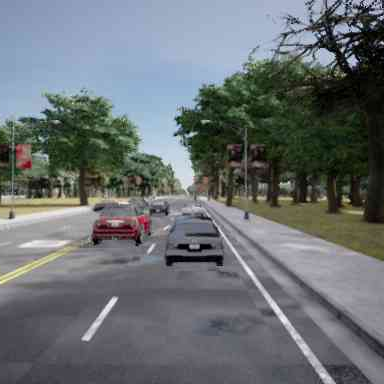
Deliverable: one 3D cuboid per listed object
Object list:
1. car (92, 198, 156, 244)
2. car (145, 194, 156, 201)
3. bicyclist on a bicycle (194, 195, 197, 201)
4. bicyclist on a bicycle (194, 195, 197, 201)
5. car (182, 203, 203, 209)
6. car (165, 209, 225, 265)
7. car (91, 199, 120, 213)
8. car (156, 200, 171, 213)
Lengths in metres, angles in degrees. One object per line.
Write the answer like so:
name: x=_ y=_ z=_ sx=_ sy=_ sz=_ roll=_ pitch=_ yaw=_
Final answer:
car: x=-3.167 y=1.366 z=15.886 sx=2.097 sy=1.767 sz=4.553 roll=0 pitch=0 yaw=0
car: x=-9.780 y=1.246 z=79.058 sx=2.128 sy=1.511 sz=4.902 roll=0 pitch=0 yaw=0
bicyclist on a bicycle: x=0.858 y=1.557 z=85.448 sx=0.866 sy=1.612 sz=1.509 roll=0 pitch=0 yaw=0
bicyclist on a bicycle: x=0.866 y=1.554 z=76.447 sx=0.582 sy=1.620 sz=1.656 roll=0 pitch=0 yaw=0
car: x=0.080 y=1.629 z=30.613 sx=1.895 sy=1.301 sz=4.718 roll=0 pitch=0 yaw=0
car: x=0.079 y=1.559 z=11.702 sx=2.033 sy=1.411 sz=5.357 roll=0 pitch=0 yaw=0
car: x=-9.863 y=1.584 z=38.378 sx=2.033 sy=1.411 sz=5.357 roll=0 pitch=0 yaw=0
car: x=-3.168 y=1.556 z=33.245 sx=1.812 sy=1.442 sz=4.674 roll=0 pitch=0 yaw=0
